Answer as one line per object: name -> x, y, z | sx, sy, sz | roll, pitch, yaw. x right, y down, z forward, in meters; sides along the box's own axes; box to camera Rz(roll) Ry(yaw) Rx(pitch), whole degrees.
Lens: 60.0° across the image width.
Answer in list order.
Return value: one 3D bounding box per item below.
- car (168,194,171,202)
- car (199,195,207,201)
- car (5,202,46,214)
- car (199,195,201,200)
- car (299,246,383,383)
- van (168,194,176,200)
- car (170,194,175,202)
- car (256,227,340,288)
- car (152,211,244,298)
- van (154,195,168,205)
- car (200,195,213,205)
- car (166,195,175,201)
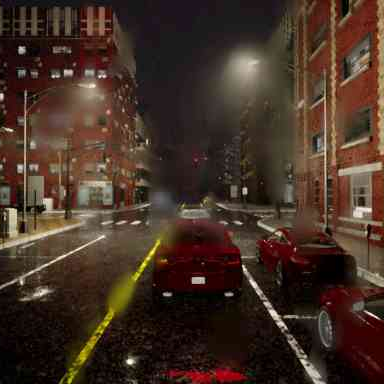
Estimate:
car -> -5.569, 1.602, 63.883 | 1.802, 1.307, 4.206 | 1, 0, 0
car -> 2.851, 1.597, 86.439 | 1.947, 1.339, 4.313 | 1, 0, 0
car -> -18.646, 1.730, 37.343 | 4.313, 1.339, 1.947 | 0, -1, 0
car -> 2.841, 1.572, 80.787 | 1.887, 1.381, 4.507 | 1, 0, 0
car -> 2.673, 1.583, 3.268 | 1.802, 1.307, 4.206 | 1, 0, 0
van -> -5.516, 1.375, 92.145 | 1.690, 1.788, 3.998 | 1, 0, 0
car -> -5.549, 1.607, 75.187 | 1.802, 1.307, 4.206 | 1, 0, 0
car -> 2.853, 1.584, 8.924 | 1.802, 1.307, 4.206 | 1, 0, 0
car -> 0.113, 1.480, 8.606 | 1.882, 1.535, 5.008 | 0, 0, 0
van -> -5.575, 1.359, 58.231 | 1.690, 1.788, 3.998 | 1, 0, 0
car -> 2.802, 1.543, 58.347 | 1.752, 1.417, 4.829 | 1, 0, 0
car -> -5.529, 1.582, 86.492 | 2.008, 1.369, 4.403 | 1, 0, 0
